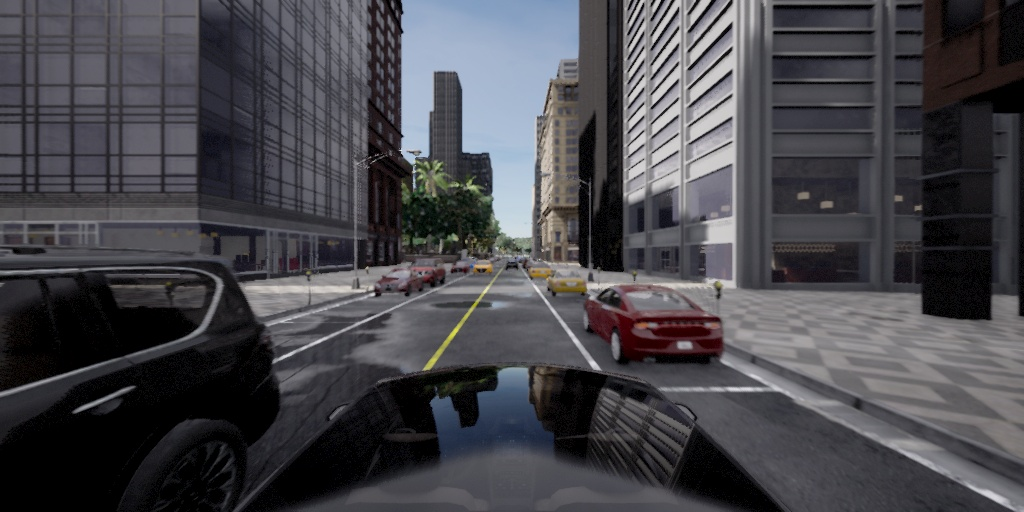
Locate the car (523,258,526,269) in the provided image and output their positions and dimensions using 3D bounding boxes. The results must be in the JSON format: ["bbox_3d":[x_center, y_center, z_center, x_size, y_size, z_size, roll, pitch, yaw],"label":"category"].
[{"bbox_3d":[2.753,1.279,45.932,2.007,1.370,4.403,0,0,0],"label":"car"}]

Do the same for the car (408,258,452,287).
[{"bbox_3d":[-5.768,1.049,24.240,2.192,1.841,5.009,0,0,0],"label":"car"}]

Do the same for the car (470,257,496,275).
[{"bbox_3d":[-3.094,1.207,38.895,1.882,1.535,5.008,0,0,0],"label":"car"}]

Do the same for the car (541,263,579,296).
[{"bbox_3d":[2.759,1.263,18.978,1.751,1.417,4.829,0,0,0],"label":"car"}]

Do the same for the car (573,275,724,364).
[{"bbox_3d":[2.761,1.290,7.958,1.888,1.381,4.507,0,0,0],"label":"car"}]

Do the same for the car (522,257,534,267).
[{"bbox_3d":[2.752,1.254,51.527,1.751,1.417,4.829,0,0,0],"label":"car"}]

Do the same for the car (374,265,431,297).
[{"bbox_3d":[-5.767,1.319,18.815,1.802,1.307,4.207,0,0,0],"label":"car"}]

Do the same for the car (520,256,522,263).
[{"bbox_3d":[2.750,1.041,56.783,2.192,1.841,5.009,0,0,0],"label":"car"}]

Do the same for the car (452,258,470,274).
[{"bbox_3d":[-5.771,1.274,40.518,1.888,1.381,4.507,0,0,0],"label":"car"}]

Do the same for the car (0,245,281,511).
[{"bbox_3d":[-3.091,0.970,0.800,2.150,2.045,5.566,0,0,0],"label":"car"}]

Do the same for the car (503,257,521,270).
[{"bbox_3d":[0.024,1.235,52.684,1.837,1.490,4.892,0,1,1],"label":"car"}]

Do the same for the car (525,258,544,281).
[{"bbox_3d":[2.344,1.189,30.122,1.801,1.575,5.366,0,0,0],"label":"car"}]
